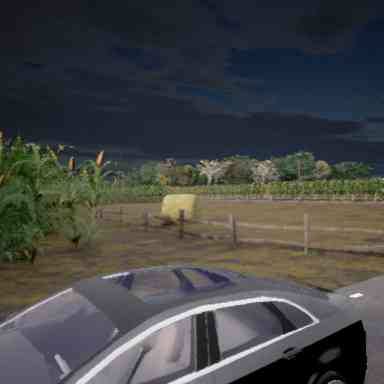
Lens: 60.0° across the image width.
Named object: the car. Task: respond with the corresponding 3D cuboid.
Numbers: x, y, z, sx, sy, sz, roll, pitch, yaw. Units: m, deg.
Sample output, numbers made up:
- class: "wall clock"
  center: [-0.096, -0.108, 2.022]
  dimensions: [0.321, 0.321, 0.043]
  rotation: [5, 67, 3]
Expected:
- class: "car"
  center: [-0.496, 1.490, 2.706]
  dimensions: [4.902, 1.511, 2.128]
  rotation: [0, 0, -35]
